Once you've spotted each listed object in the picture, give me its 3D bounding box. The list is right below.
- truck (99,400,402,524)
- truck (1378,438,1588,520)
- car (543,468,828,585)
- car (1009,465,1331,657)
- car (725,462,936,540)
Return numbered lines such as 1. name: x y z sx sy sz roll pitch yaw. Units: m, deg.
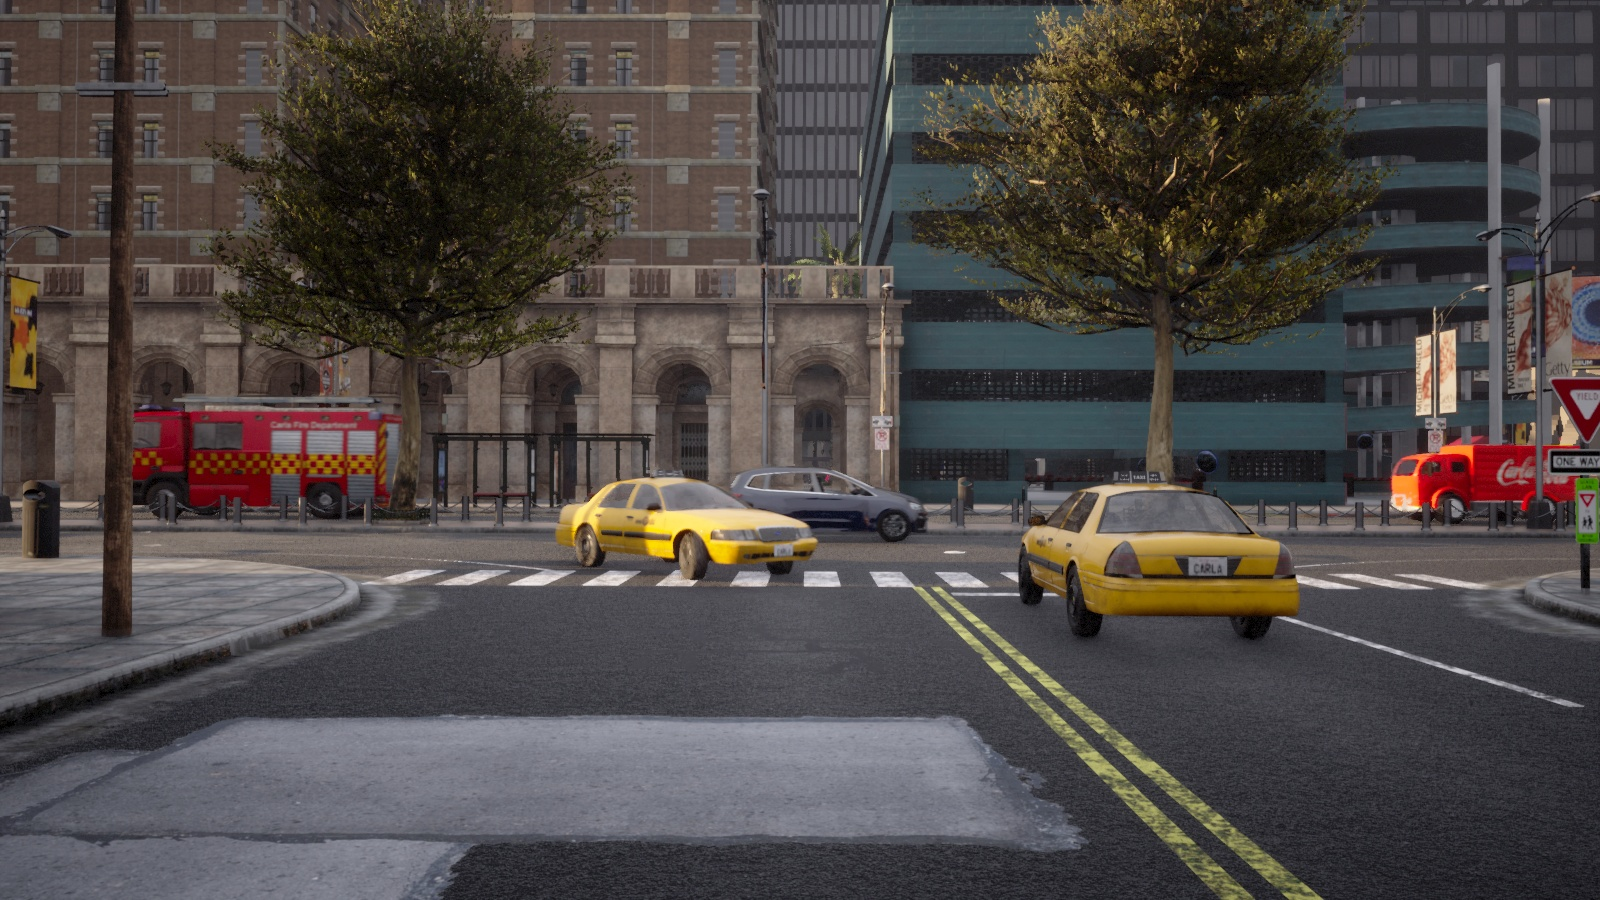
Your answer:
1. truck: -17.469 0.395 40.303 8.468 3.827 2.891 0 -1 1
2. truck: 21.502 0.908 39.753 5.204 2.467 2.627 0 -1 1
3. car: -1.966 1.092 19.690 1.801 1.575 5.366 0 -1 -38
4. car: 3.494 0.958 13.032 1.801 1.575 5.366 0 -1 1
5. car: 0.675 1.134 28.536 4.611 1.667 2.242 0 -1 1
